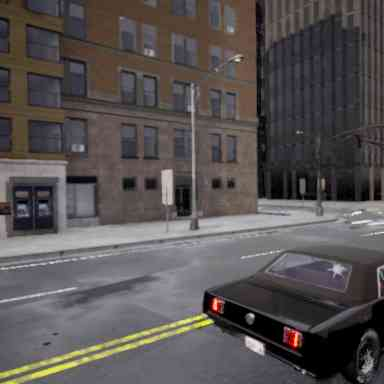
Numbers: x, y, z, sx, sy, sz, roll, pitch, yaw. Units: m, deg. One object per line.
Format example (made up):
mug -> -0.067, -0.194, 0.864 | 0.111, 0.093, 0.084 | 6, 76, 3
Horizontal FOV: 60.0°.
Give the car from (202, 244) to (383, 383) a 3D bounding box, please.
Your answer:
car -> 2.558, 1.515, 5.265 | 4.718, 1.301, 1.895 | -1, 1, -36
